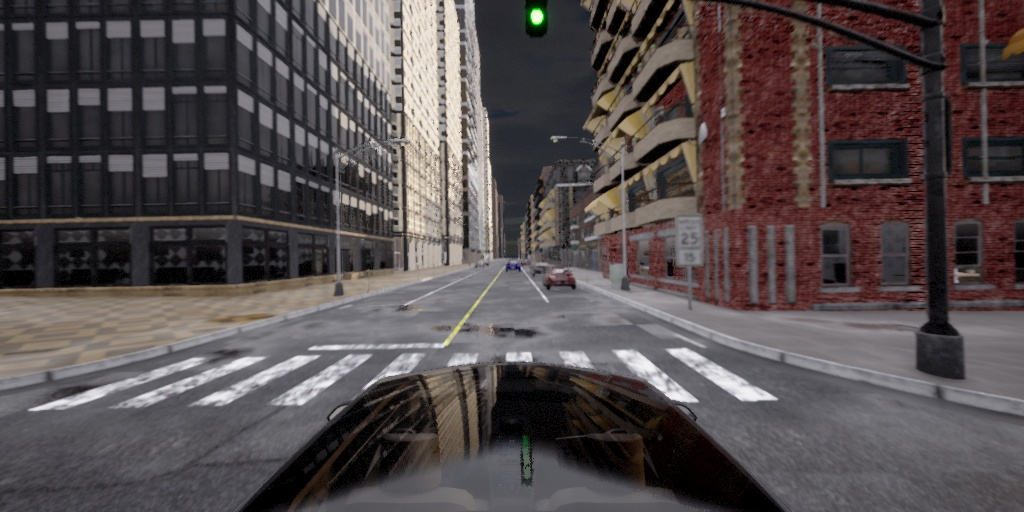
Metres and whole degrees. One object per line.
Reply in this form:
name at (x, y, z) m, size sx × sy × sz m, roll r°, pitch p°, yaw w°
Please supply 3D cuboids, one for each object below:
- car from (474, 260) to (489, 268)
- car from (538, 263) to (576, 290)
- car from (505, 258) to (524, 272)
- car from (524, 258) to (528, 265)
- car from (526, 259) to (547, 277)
car at (-5.604, 1.415, 62.632) m, size 2.007 × 1.370 × 4.403 m, roll 0°, pitch 0°, yaw 0°
car at (2.763, 1.249, 21.460) m, size 1.802 × 1.307 × 4.207 m, roll 0°, pitch 0°, yaw 0°
car at (0.143, 1.212, 44.813) m, size 1.882 × 1.535 × 5.008 m, roll -1°, pitch 0°, yaw 0°
car at (2.741, 1.230, 40.025) m, size 2.007 × 1.370 × 4.403 m, roll 0°, pitch 0°, yaw 0°
car at (2.732, 1.226, 34.377) m, size 2.007 × 1.370 × 4.403 m, roll 0°, pitch 0°, yaw 0°
